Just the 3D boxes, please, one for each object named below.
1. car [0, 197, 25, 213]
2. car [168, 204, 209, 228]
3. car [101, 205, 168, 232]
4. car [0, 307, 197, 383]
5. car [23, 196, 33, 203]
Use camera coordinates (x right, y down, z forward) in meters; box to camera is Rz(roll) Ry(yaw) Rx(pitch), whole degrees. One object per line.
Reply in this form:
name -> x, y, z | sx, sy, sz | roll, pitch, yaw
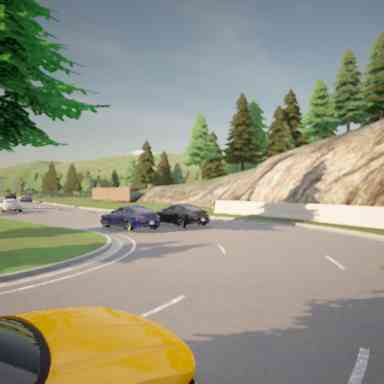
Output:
car -> -20.540, 1.554, 37.483 | 1.812, 1.442, 4.674 | 0, -1, -37
car -> -0.840, 1.516, 22.026 | 1.812, 1.442, 4.674 | 1, 0, -40
car -> -3.745, 1.524, 20.035 | 1.812, 1.442, 4.674 | 1, 0, -41
car -> -2.241, 1.482, 2.016 | 5.008, 1.535, 1.882 | 0, 1, -34
car -> -35.390, 1.583, 71.201 | 2.033, 1.411, 5.357 | 0, 0, -34
